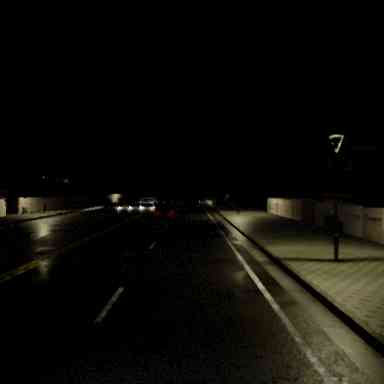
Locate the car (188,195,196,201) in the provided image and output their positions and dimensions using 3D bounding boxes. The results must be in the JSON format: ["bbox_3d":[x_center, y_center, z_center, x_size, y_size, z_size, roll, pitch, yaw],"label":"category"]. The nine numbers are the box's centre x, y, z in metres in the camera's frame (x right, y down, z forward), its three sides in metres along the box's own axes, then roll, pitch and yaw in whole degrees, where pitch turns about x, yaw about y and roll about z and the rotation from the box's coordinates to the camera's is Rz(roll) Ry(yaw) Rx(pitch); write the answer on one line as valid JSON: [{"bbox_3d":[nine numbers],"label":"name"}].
[{"bbox_3d":[-0.009,1.374,79.277,2.033,1.411,5.357,0,0,0],"label":"car"}]

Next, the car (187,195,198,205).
[{"bbox_3d":[0.093,1.436,56.659,1.994,1.385,4.181,0,0,0],"label":"car"}]

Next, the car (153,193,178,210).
[{"bbox_3d":[-3.155,1.254,40.199,2.097,1.767,4.553,0,0,0],"label":"car"}]

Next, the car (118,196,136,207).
[{"bbox_3d":[-9.813,1.361,50.363,1.882,1.535,5.008,0,0,0],"label":"car"}]

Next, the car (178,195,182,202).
[{"bbox_3d":[-3.258,1.368,73.663,1.812,1.442,4.674,0,0,0],"label":"car"}]

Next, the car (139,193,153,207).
[{"bbox_3d":[-6.565,1.103,50.527,2.150,2.045,5.566,0,0,0],"label":"car"}]
